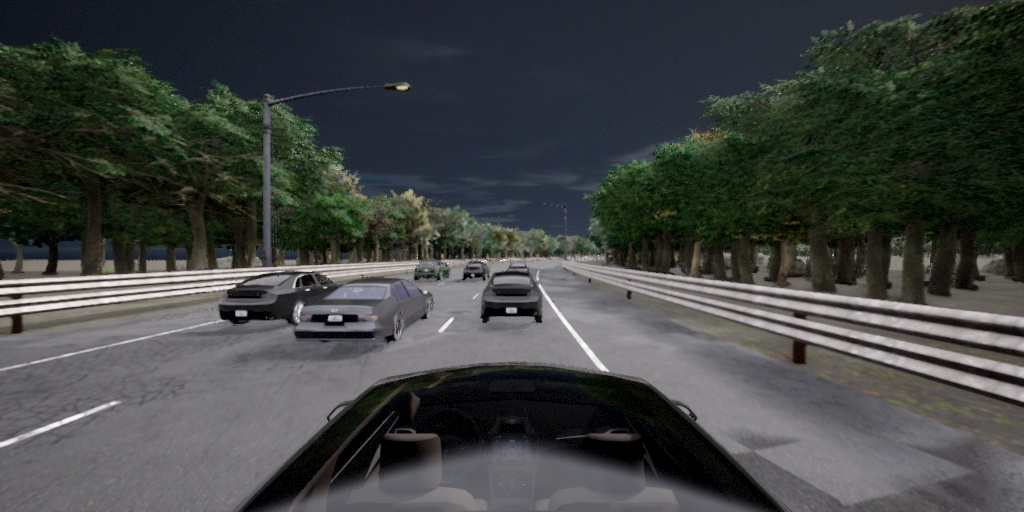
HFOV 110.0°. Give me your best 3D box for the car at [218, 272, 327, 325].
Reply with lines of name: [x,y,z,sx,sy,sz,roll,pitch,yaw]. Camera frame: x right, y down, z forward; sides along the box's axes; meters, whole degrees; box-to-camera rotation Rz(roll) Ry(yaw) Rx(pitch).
car: [-6.995,1.245,11.704,1.837,1.490,4.892,0,0,0]

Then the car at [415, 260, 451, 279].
car: [-6.460,1.095,29.618,2.097,1.767,4.553,0,0,3]

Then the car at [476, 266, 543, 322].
car: [0.013,1.255,12.321,1.837,1.490,4.892,0,0,1]

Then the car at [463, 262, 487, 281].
car: [-2.923,1.252,30.332,1.837,1.490,4.892,0,0,3]

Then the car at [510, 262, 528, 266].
car: [0.594,1.244,30.537,2.128,1.511,4.902,0,0,3]

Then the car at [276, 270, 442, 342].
car: [-3.524,1.292,9.672,2.033,1.411,5.357,0,0,0]
